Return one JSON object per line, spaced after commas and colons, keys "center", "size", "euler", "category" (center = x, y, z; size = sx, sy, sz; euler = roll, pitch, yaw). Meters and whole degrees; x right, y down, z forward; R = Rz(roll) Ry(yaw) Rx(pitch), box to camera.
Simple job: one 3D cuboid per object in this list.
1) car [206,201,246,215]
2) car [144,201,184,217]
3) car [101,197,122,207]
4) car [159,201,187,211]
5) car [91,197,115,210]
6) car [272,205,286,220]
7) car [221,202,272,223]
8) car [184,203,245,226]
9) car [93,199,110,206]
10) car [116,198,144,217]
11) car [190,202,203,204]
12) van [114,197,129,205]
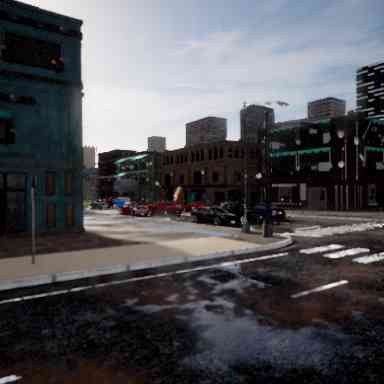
{"center": [3.716, 1.754, 36.958], "size": [2.008, 1.369, 4.403], "euler": [-2, 0, -35], "category": "car"}
{"center": [-2.966, 1.791, 36.379], "size": [1.882, 1.535, 5.008], "euler": [-1, 0, -35], "category": "car"}
{"center": [-15.533, 1.885, 64.025], "size": [2.192, 1.841, 5.009], "euler": [-2, 0, -35], "category": "car"}
{"center": [-2.697, 1.910, 45.981], "size": [1.802, 1.307, 4.206], "euler": [-2, 0, -35], "category": "car"}
{"center": [-14.482, 2.028, 52.716], "size": [2.128, 1.511, 4.902], "euler": [-1, 0, -35], "category": "car"}
{"center": [6.134, 1.709, 29.021], "size": [1.994, 1.385, 4.181], "euler": [-1, 0, -35], "category": "car"}
{"center": [3.722, 1.658, 26.975], "size": [1.882, 1.535, 5.008], "euler": [-1, 0, -35], "category": "car"}
{"center": [1.622, 1.778, 25.232], "size": [1.947, 1.339, 4.313], "euler": [-2, 0, -35], "category": "car"}
{"center": [-18.735, 2.173, 68.536], "size": [1.887, 1.381, 4.507], "euler": [-2, 0, -35], "category": "car"}
{"center": [-6.323, 1.810, 36.611], "size": [1.967, 1.590, 4.097], "euler": [-2, 0, -35], "category": "car"}
{"center": [0.509, 1.848, 41.470], "size": [1.802, 1.307, 4.206], "euler": [-2, 0, -35], "category": "car"}
{"center": [-12.325, 1.852, 59.514], "size": [1.690, 1.788, 3.998], "euler": [-2, 0, -35], "category": "van"}
